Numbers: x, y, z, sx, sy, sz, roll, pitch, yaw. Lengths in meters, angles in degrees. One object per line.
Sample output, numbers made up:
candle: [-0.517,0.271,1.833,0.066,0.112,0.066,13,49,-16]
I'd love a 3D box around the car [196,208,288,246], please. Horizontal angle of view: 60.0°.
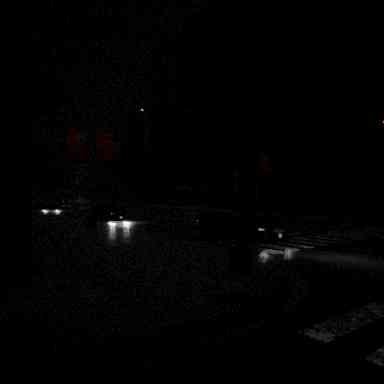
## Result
car: [2.166,1.523,15.528,2.128,1.511,4.902,0,0,-36]

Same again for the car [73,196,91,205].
car: [-22.011,1.612,66.250,2.097,1.767,4.553,0,0,-36]

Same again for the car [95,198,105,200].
car: [-16.199,1.787,58.147,1.994,1.385,4.181,0,0,-35]

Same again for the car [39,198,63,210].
car: [-20.174,1.656,46.775,1.882,1.535,5.008,0,-1,-35]

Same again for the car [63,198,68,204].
car: [-25.231,1.857,65.160,1.895,1.301,4.718,0,0,-36]

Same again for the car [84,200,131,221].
car: [-7.167,1.641,28.525,2.033,1.411,5.357,0,0,-36]

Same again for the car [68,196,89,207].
car: [-18.959,1.743,56.428,1.812,1.442,4.674,0,0,-36]
